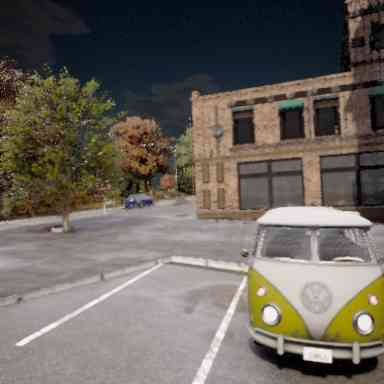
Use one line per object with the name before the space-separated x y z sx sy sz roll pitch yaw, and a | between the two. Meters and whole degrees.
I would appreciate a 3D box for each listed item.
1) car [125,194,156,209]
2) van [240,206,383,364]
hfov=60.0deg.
car | -6.225 0.967 40.507 2.097 1.767 4.553 -3 1 22
van | 2.001 1.272 5.865 1.878 1.987 4.442 0 -1 16
